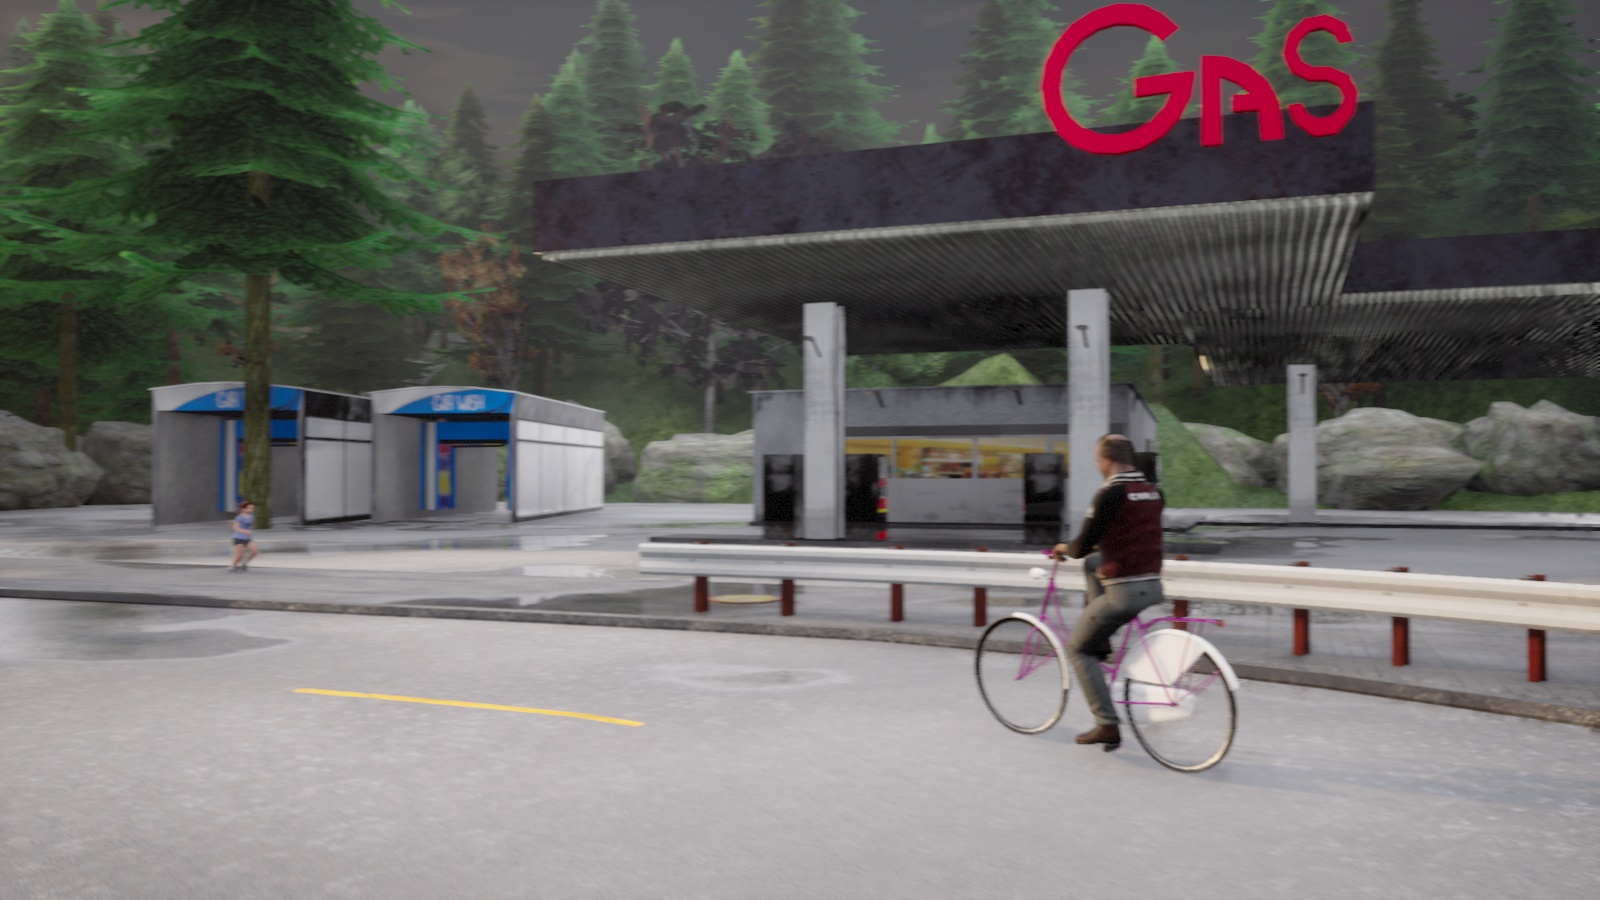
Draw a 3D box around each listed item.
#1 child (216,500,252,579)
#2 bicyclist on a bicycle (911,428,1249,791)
[{"bbox_3d":[-8.083,1.278,17.929,0.394,1.110,0.255,-1,-1,18],"label":"child"},{"bbox_3d":[1.508,0.792,7.097,0.659,1.776,1.843,-1,0,-36],"label":"bicyclist on a bicycle"}]
